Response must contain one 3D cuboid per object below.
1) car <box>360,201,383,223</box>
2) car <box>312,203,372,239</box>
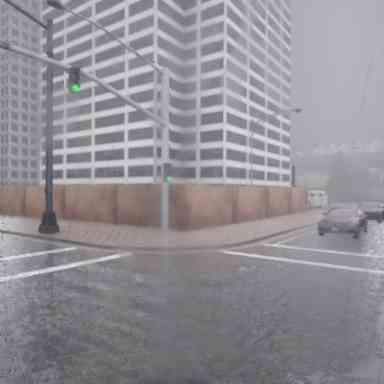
[{"bbox_3d":[13.689,1.453,25.601,1.882,1.535,5.008,0,0,36],"label":"car"},{"bbox_3d":[8.045,1.501,17.586,1.812,1.442,4.674,0,0,34],"label":"car"}]
